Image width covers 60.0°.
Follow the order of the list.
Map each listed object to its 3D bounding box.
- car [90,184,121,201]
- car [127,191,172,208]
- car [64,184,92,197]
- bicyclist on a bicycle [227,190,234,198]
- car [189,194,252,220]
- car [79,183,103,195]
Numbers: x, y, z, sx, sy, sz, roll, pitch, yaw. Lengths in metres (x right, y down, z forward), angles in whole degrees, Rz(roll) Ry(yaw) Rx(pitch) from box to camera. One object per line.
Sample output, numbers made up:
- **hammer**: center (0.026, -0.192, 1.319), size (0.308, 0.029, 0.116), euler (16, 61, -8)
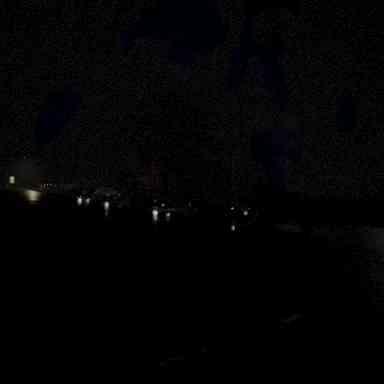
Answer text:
- **car**: center (-9.591, 0.213, 37.489), size (1.812, 1.442, 4.674), euler (0, 2, -35)
- **car**: center (-3.920, 0.588, 29.547), size (2.033, 1.411, 5.357), euler (0, 2, -36)
- **car**: center (-15.598, -0.190, 45.982), size (2.128, 1.511, 4.902), euler (0, 2, -34)
- **bicyclist on a bicycle**: center (3.317, 0.658, 29.713), size (1.656, 1.620, 0.582), euler (0, 2, -36)
- **car**: center (1.748, 0.893, 21.615), size (2.128, 1.511, 4.902), euler (0, 2, -36)
- **car**: center (-15.423, -0.457, 50.713), size (2.097, 1.767, 4.553), euler (0, 2, -36)
